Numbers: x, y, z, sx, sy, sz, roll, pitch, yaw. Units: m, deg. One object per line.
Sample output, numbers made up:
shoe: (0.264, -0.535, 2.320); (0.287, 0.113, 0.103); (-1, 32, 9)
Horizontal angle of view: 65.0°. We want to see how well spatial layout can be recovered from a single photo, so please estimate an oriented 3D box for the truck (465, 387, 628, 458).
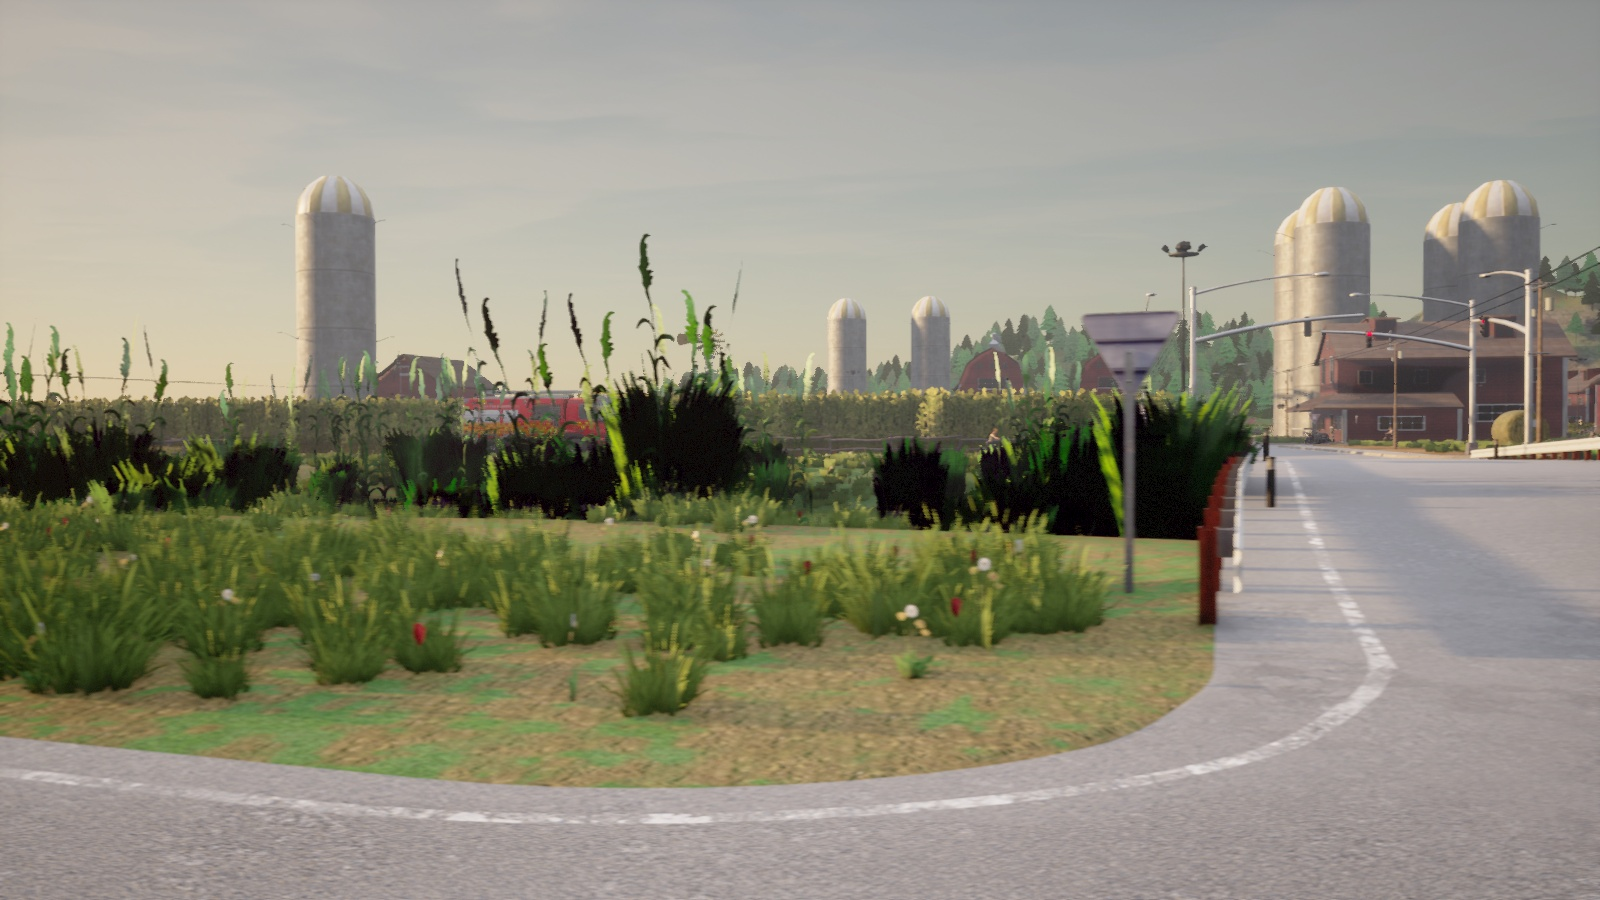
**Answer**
truck: (-14.114, -1.510, 70.053); (8.468, 3.827, 2.891); (0, 1, 12)
